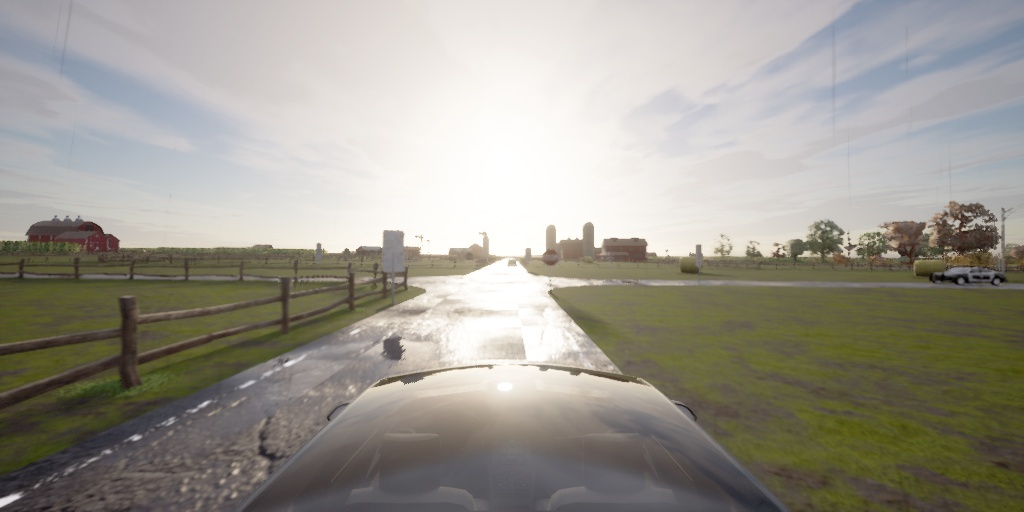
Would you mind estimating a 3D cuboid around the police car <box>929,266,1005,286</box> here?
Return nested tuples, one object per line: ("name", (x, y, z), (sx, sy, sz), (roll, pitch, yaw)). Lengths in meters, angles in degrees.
("police car", (39.093, 1.656, 30.970), (5.238, 1.638, 1.930), (1, -1, -1))
